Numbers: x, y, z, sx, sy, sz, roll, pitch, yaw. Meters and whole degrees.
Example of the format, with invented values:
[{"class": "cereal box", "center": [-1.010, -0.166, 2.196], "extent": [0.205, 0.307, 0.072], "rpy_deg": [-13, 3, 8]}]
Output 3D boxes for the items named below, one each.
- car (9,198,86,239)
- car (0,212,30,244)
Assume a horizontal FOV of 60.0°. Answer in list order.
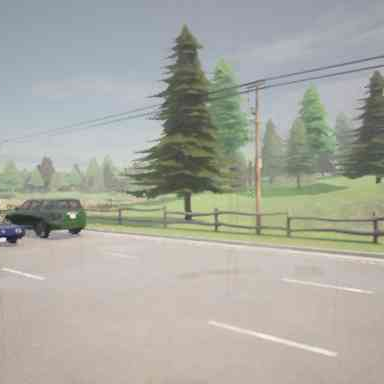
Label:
[{"class": "car", "center": [-8.238, 1.355, 18.474], "extent": [5.566, 2.045, 2.150], "rpy_deg": [-1, 0, 36]}, {"class": "car", "center": [-9.727, 1.730, 15.237], "extent": [4.718, 1.301, 1.895], "rpy_deg": [-1, 0, 36]}]
